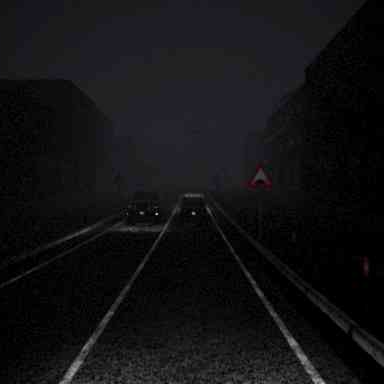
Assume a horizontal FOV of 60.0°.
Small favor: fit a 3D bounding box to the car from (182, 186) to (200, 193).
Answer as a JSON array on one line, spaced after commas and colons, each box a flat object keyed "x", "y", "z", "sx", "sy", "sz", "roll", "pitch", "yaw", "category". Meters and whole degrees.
[{"x": 0.091, "y": 0.265, "z": 42.762, "sx": 1.895, "sy": 1.301, "sz": 4.718, "roll": 0, "pitch": 4, "yaw": 0, "category": "car"}]

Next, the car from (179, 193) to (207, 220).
[{"x": 0.092, "y": 1.099, "z": 24.221, "sx": 2.128, "sy": 1.511, "sz": 4.902, "roll": 0, "pitch": 2, "yaw": 0, "category": "car"}]

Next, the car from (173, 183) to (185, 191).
[{"x": -2.474, "y": -0.994, "z": 65.715, "sx": 1.837, "sy": 1.490, "sz": 4.892, "roll": 0, "pitch": 2, "yaw": 4, "category": "car"}]

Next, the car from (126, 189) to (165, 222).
[{"x": -3.111, "y": 0.858, "z": 23.393, "sx": 2.150, "sy": 2.045, "sz": 5.566, "roll": 0, "pitch": 2, "yaw": 0, "category": "car"}]
